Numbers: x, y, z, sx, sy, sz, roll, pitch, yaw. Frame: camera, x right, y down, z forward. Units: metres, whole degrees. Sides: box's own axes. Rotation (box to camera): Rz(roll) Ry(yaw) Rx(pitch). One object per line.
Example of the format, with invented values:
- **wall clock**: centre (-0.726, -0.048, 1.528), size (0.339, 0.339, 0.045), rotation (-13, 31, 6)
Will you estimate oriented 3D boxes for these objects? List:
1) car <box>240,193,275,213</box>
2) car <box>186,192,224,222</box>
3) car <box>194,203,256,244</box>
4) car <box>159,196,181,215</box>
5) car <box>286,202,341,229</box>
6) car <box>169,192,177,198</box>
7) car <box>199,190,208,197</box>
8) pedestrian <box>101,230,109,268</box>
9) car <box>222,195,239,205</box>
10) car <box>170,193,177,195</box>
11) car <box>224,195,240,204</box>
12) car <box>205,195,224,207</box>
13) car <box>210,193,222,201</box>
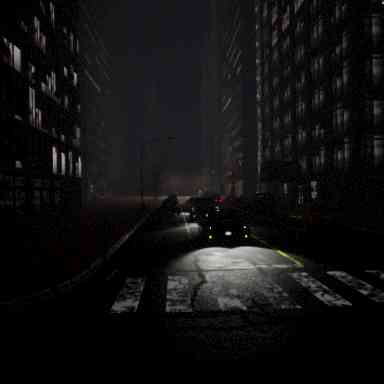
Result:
- **car**: centre (6.332, 0.974, 31.389), size (2.192, 1.841, 5.009), rotation (0, 1, -3)
- **car**: centre (0.862, 1.163, 24.792), size (2.097, 1.767, 4.553), rotation (-1, 1, -3)
- **car**: centre (1.348, 1.454, 15.243), size (1.994, 1.385, 4.181), rotation (-1, 1, -3)
- **car**: centre (-2.032, 1.367, 30.926), size (1.947, 1.339, 4.313), rotation (0, 1, -3)
- **car**: centre (6.901, 1.286, 19.456), size (1.752, 1.417, 4.829), rotation (0, 1, -3)
- **car**: centre (-4.889, 0.749, 87.279), size (1.967, 1.590, 4.097), rotation (0, 1, -3)
- **car**: centre (3.192, 0.431, 93.363), size (2.192, 1.841, 5.009), rotation (0, 1, -3)
- **pedestrian**: centre (-2.542, 1.677, 9.891), size (0.500, 1.100, 0.500), rotation (0, 0, -3)
- **car**: centre (5.478, 1.096, 48.293), size (1.802, 1.307, 4.206), rotation (0, 1, -3)
- **car**: centre (-2.889, 1.238, 47.832), size (1.802, 1.307, 4.206), rotation (0, 1, -3)
- **car**: centre (5.764, 1.108, 42.659), size (1.887, 1.381, 4.507), rotation (0, 1, -3)
- **car**: centre (3.016, 1.129, 45.519), size (2.033, 1.411, 5.357), rotation (-1, 1, -3)
- **car**: centre (4.621, 0.911, 65.195), size (1.887, 1.381, 4.507), rotation (0, 1, -3)
